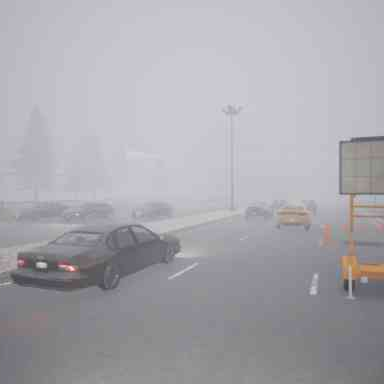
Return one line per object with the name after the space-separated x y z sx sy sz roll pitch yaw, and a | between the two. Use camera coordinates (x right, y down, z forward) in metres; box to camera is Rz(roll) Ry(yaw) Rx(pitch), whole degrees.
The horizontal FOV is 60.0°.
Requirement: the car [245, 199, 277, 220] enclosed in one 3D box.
5.846 1.548 28.722 1.812 1.442 4.674 0 0 22 | car

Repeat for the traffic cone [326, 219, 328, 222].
7.576 1.969 18.656 0.340 0.580 0.340 0 0 22 | traffic cone

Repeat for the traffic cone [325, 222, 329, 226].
6.821 1.968 16.805 0.340 0.580 0.340 0 0 22 | traffic cone

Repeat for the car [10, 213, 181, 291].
-2.143 1.556 9.169 2.033 1.411 5.357 0 0 22 | car

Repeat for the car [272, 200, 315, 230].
6.706 1.495 21.586 1.882 1.535 5.008 0 -1 22 | car

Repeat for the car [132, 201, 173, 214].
-3.261 1.516 28.135 2.128 1.511 4.902 0 0 22 | car

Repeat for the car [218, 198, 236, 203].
7.242 1.310 64.359 2.033 1.411 5.357 0 0 21 | car

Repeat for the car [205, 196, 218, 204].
3.968 1.554 65.596 1.837 1.490 4.892 0 0 21 | car

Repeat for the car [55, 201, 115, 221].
-7.926 1.528 25.962 1.837 1.490 4.892 0 0 22 | car

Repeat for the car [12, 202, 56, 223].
-11.632 1.516 26.144 2.128 1.511 4.902 0 0 22 | car

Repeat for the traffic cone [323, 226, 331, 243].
6.065 1.966 14.953 0.340 0.580 0.340 0 0 22 | traffic cone

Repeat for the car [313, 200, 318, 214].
12.657 1.575 36.263 2.033 1.411 5.357 0 0 22 | car

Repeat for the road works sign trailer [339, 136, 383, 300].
4.795 0.470 7.911 2.380 3.560 2.880 0 0 22 | road works sign trailer
